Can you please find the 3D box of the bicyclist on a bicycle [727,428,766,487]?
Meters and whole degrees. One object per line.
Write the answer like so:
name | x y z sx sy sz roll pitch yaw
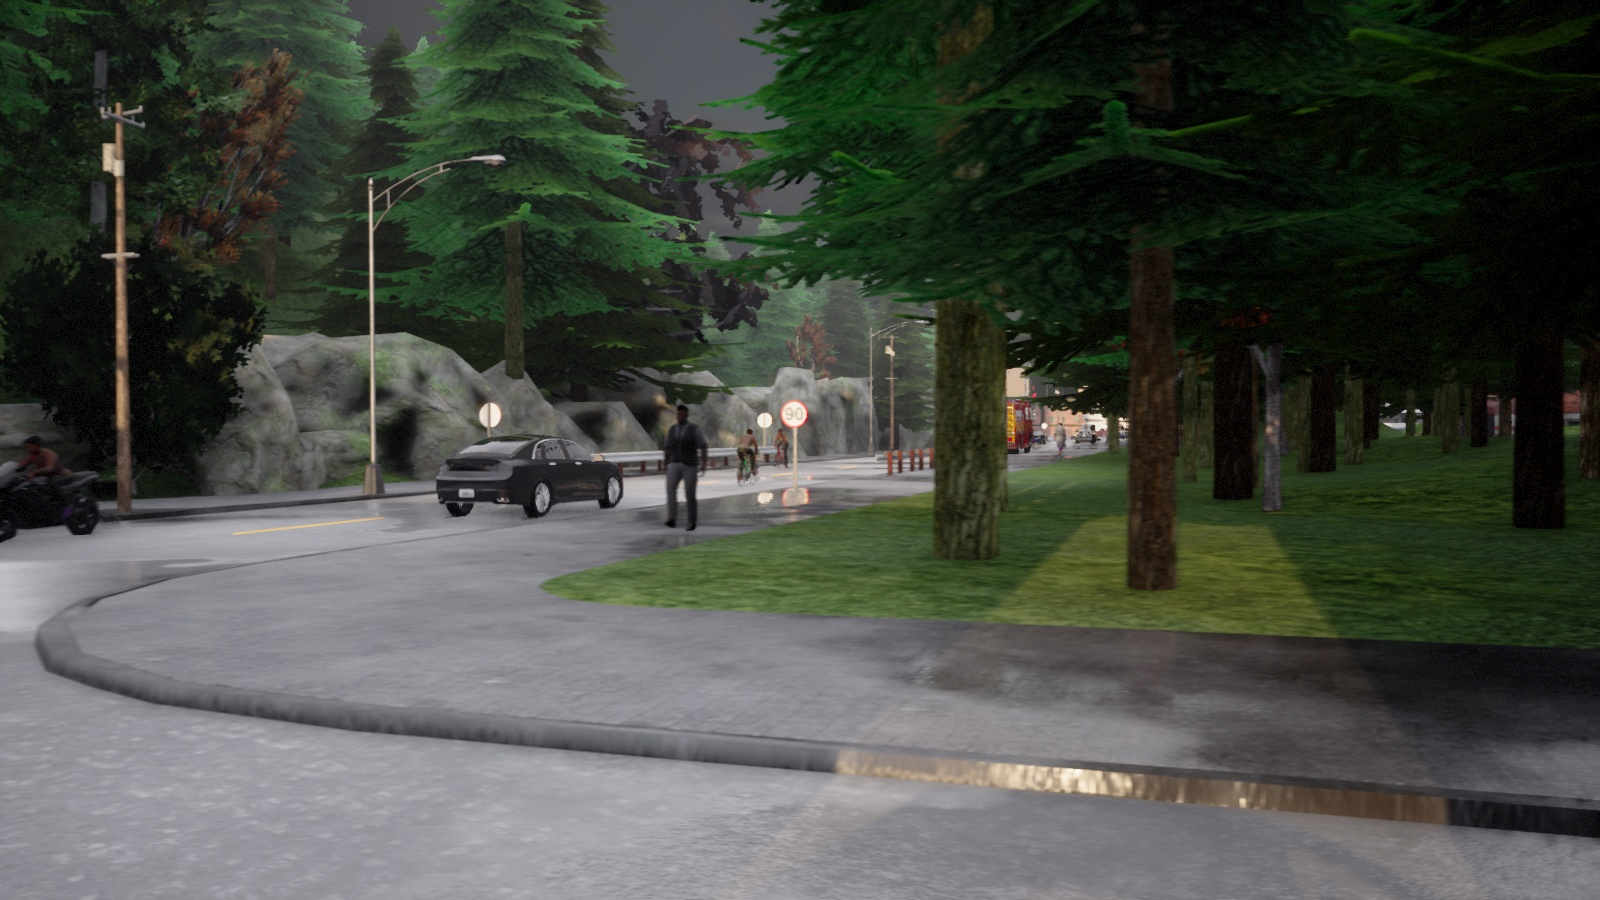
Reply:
bicyclist on a bicycle | -1.504 0.207 35.575 0.582 1.620 1.656 1 1 18

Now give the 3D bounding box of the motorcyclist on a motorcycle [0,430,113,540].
motorcyclist on a motorcycle | -11.204 0.474 18.370 0.797 1.523 2.044 1 1 17

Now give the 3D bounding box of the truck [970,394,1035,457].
truck | 13.130 -1.577 80.887 2.891 3.827 8.468 1 1 18

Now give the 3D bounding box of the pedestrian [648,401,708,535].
pedestrian | -1.752 0.241 18.104 0.563 1.883 0.849 1 1 18

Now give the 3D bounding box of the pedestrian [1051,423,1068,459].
pedestrian | 14.333 -0.515 69.400 0.659 1.952 0.873 1 1 32

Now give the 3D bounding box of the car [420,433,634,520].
car | -5.118 0.425 24.319 1.837 1.490 4.892 1 1 18
